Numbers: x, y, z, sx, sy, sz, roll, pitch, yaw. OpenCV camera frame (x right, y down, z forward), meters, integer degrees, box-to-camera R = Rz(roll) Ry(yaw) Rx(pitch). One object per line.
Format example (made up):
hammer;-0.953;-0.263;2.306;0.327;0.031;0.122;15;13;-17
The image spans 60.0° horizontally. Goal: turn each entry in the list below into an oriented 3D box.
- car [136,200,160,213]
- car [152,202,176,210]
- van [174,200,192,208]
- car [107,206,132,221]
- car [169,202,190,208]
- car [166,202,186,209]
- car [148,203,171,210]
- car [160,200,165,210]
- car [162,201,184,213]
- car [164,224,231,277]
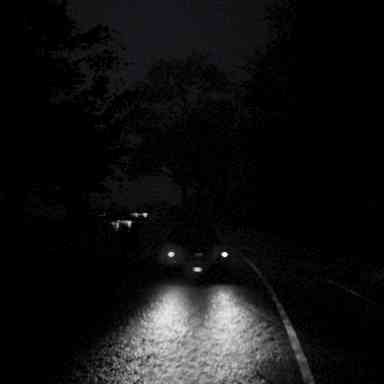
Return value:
car;-7.526;2.593;54.696;2.097;1.767;4.553;0;-1;16
car;-6.289;3.150;75.197;5.008;1.535;2.097;0;-1;16
van;-2.305;3.242;88.753;4.442;1.987;1.878;0;-1;16
car;-7.903;2.246;35.686;2.033;1.411;5.357;1;-2;-24
car;-3.220;3.434;86.071;4.792;1.488;2.163;0;-1;16
car;-3.963;3.382;83.345;4.674;1.452;2.002;0;-1;16
car;-7.061;3.124;72.476;4.674;1.452;2.002;0;-1;16
car;-7.856;2.766;69.773;5.566;2.045;2.435;0;-1;16
car;-3.050;2.842;58.326;1.812;1.442;4.674;0;-2;16
car;0.111;1.801;11.088;1.895;1.301;4.718;0;-1;-1
